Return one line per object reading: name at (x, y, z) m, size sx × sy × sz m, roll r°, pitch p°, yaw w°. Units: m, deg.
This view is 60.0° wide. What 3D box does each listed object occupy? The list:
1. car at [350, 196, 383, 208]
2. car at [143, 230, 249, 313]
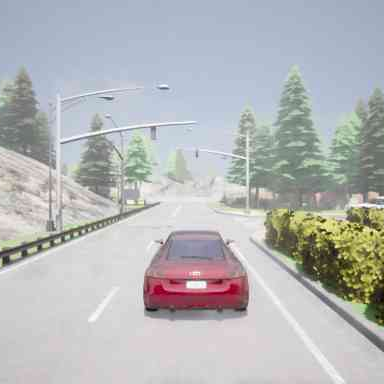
car at (16.090, 1.384, 27.836) m, size 5.566 × 2.045 × 2.150 m, roll 0°, pitch 0°, yaw 0°
car at (0.070, 1.564, 7.731) m, size 1.994 × 1.385 × 4.181 m, roll 0°, pitch 0°, yaw 0°
